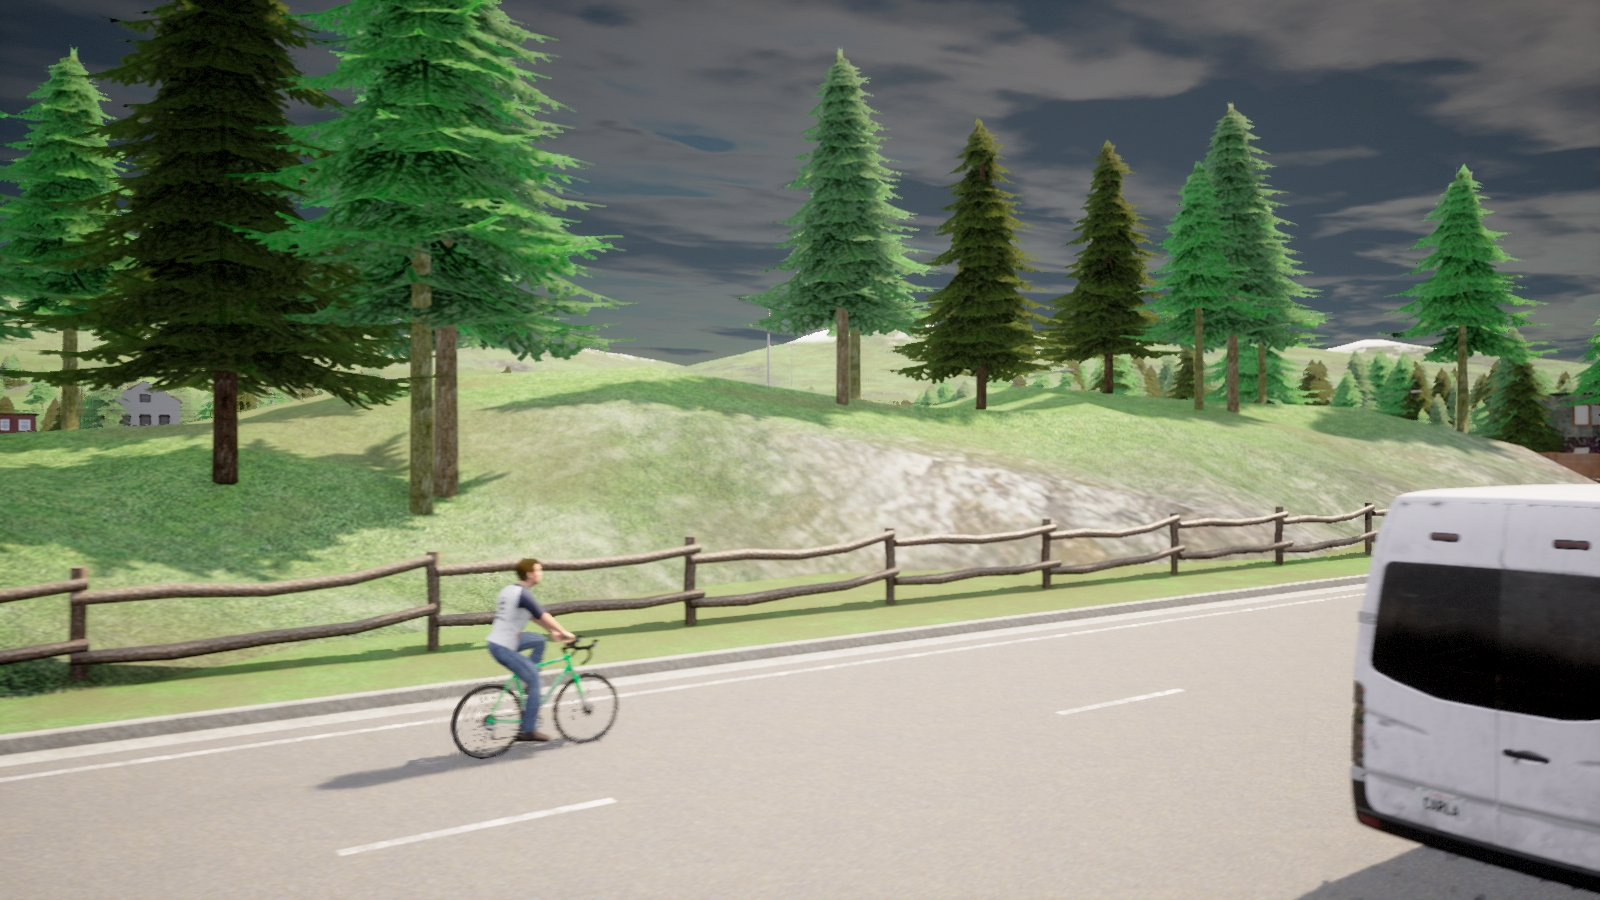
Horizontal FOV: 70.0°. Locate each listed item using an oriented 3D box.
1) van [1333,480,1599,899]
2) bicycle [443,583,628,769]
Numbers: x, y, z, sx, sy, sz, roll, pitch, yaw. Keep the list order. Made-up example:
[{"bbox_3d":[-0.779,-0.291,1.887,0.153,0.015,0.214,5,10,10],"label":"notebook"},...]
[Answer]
[{"bbox_3d":[6.469,1.536,8.356,5.915,2.561,1.988,0,0,-35],"label":"van"},{"bbox_3d":[-2.438,2.057,10.639,1.643,1.496,0.373,1,0,-35],"label":"bicycle"}]
